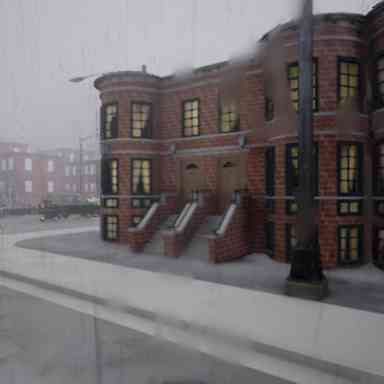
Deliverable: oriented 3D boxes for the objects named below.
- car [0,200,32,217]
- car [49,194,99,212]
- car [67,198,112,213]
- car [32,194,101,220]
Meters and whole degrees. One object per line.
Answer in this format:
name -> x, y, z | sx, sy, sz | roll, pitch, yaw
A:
car -> -17.153, 1.632, 32.031 | 1.994, 1.385, 4.181 | 0, 0, 36
car -> -14.635, 1.297, 41.588 | 2.150, 2.045, 5.566 | 0, 0, 36
car -> -12.002, 1.546, 39.254 | 1.882, 1.535, 5.008 | 0, 0, 35
car -> -10.479, 1.275, 28.993 | 2.150, 2.045, 5.566 | 0, 0, 35
